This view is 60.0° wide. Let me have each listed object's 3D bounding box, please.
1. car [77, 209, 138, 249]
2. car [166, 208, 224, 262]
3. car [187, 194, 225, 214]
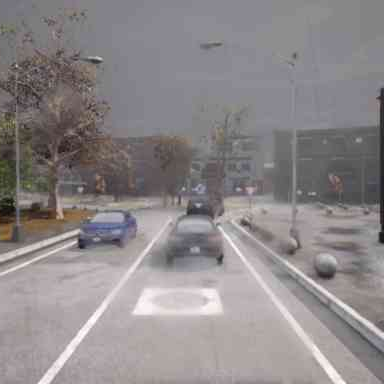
[{"bbox_3d":[-3.572,1.536,14.852,1.812,1.442,4.674,0,0,0],"label":"car"},{"bbox_3d":[0.096,1.542,12.048,1.812,1.442,4.674,0,0,0],"label":"car"},{"bbox_3d":[1.226,1.153,27.928,2.150,2.045,5.566,0,0,16],"label":"car"}]
